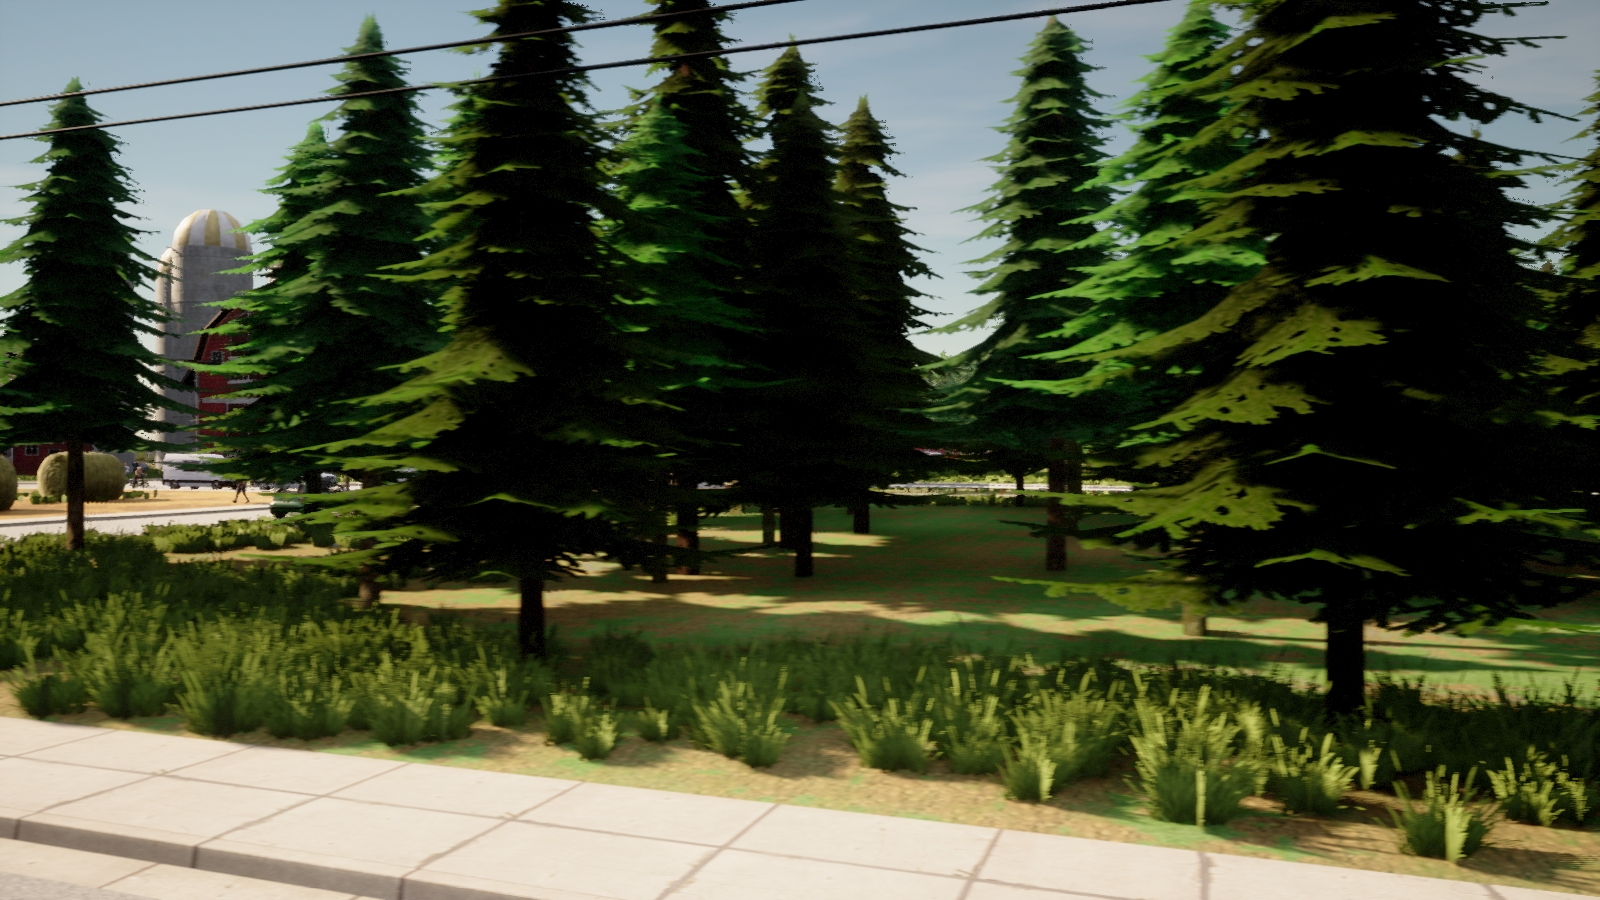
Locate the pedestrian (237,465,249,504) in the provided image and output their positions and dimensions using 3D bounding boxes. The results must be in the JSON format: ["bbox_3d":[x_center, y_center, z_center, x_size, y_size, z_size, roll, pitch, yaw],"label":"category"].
[{"bbox_3d":[-27.273,1.680,55.964,0.375,1.860,0.375,0,0,25],"label":"pedestrian"}]
